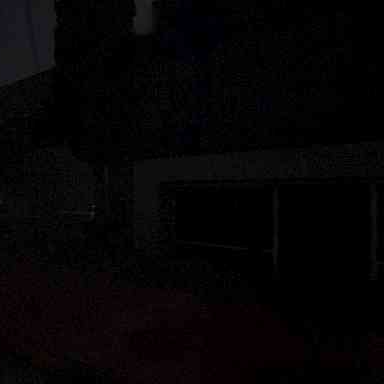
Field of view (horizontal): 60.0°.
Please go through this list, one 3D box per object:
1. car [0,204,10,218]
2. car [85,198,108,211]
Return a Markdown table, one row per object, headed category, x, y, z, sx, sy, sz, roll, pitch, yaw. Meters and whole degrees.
| category | x | y | z | sx | sy | sz | roll | pitch | yaw |
| --- | --- | --- | --- | --- | --- | --- | --- | --- | --- |
| car | -18.205 | 1.478 | 28.108 | 1.882 | 1.535 | 5.008 | 0 | 0 | 36 |
| car | -10.221 | 1.499 | 39.193 | 1.837 | 1.490 | 4.892 | 0 | 2 | 36 |
